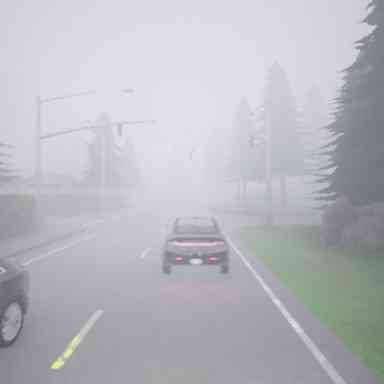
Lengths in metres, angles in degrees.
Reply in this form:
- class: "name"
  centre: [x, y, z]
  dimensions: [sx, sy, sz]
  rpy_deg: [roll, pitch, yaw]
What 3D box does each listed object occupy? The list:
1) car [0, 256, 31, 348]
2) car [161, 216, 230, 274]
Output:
- class: "car"
  centre: [-3.567, 1.512, 3.531]
  dimensions: [1.837, 1.490, 4.892]
  rpy_deg: [0, 0, 1]
- class: "car"
  centre: [0.102, 1.514, 10.624]
  dimensions: [2.128, 1.511, 4.902]
  rpy_deg: [0, 0, 0]
